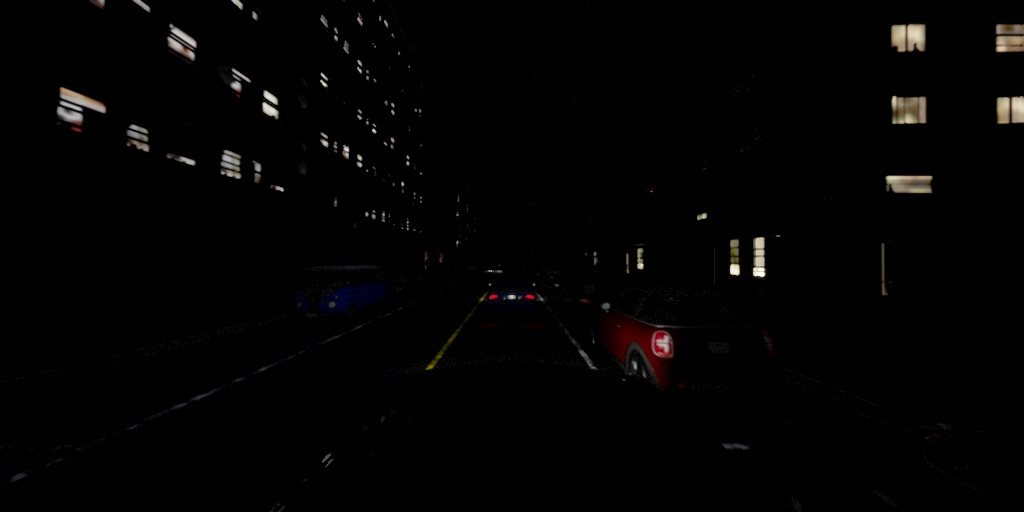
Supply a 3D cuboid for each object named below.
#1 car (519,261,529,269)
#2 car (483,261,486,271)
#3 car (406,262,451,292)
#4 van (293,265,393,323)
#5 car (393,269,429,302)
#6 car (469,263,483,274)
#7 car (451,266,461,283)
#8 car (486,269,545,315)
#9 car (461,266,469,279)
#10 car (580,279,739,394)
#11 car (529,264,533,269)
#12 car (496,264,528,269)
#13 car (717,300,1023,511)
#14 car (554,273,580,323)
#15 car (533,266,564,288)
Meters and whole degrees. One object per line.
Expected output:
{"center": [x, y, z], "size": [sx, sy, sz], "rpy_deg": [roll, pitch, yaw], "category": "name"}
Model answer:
{"center": [2.653, 1.935, 57.859], "size": [2.007, 1.370, 4.403], "rpy_deg": [0, 0, 0], "category": "car"}
{"center": [-5.728, 1.930, 57.856], "size": [1.888, 1.381, 4.507], "rpy_deg": [0, 0, 0], "category": "car"}
{"center": [-5.705, 1.301, 23.677], "size": [2.192, 1.841, 5.009], "rpy_deg": [0, 0, 0], "category": "car"}
{"center": [-5.698, 1.202, 12.284], "size": [1.690, 1.789, 3.998], "rpy_deg": [0, 0, 0], "category": "van"}
{"center": [-5.701, 1.505, 17.981], "size": [1.802, 1.307, 4.207], "rpy_deg": [0, 0, 0], "category": "car"}
{"center": [-5.724, 1.843, 51.989], "size": [1.751, 1.417, 4.829], "rpy_deg": [0, 0, 0], "category": "car"}
{"center": [-5.709, 1.617, 29.374], "size": [1.948, 1.339, 4.313], "rpy_deg": [0, 0, 0], "category": "car"}
{"center": [-0.002, 1.431, 14.352], "size": [2.033, 1.411, 5.357], "rpy_deg": [0, -1, 0], "category": "car"}
{"center": [-5.712, 1.667, 35.069], "size": [2.007, 1.370, 4.403], "rpy_deg": [0, 0, 0], "category": "car"}
{"center": [2.687, 1.241, 6.591], "size": [1.967, 1.591, 4.097], "rpy_deg": [0, 0, 0], "category": "car"}
{"center": [2.672, 1.491, 29.377], "size": [1.967, 1.591, 4.097], "rpy_deg": [0, 0, 0], "category": "car"}
{"center": [-0.011, 1.598, 29.371], "size": [2.033, 1.411, 5.357], "rpy_deg": [0, -1, 0], "category": "car"}
{"center": [2.691, 1.181, 0.896], "size": [1.967, 1.591, 4.097], "rpy_deg": [0, 0, 0], "category": "car"}
{"center": [2.683, 1.443, 12.289], "size": [1.802, 1.307, 4.207], "rpy_deg": [0, 0, 0], "category": "car"}
{"center": [2.676, 1.537, 23.681], "size": [2.007, 1.370, 4.403], "rpy_deg": [0, 0, 0], "category": "car"}
